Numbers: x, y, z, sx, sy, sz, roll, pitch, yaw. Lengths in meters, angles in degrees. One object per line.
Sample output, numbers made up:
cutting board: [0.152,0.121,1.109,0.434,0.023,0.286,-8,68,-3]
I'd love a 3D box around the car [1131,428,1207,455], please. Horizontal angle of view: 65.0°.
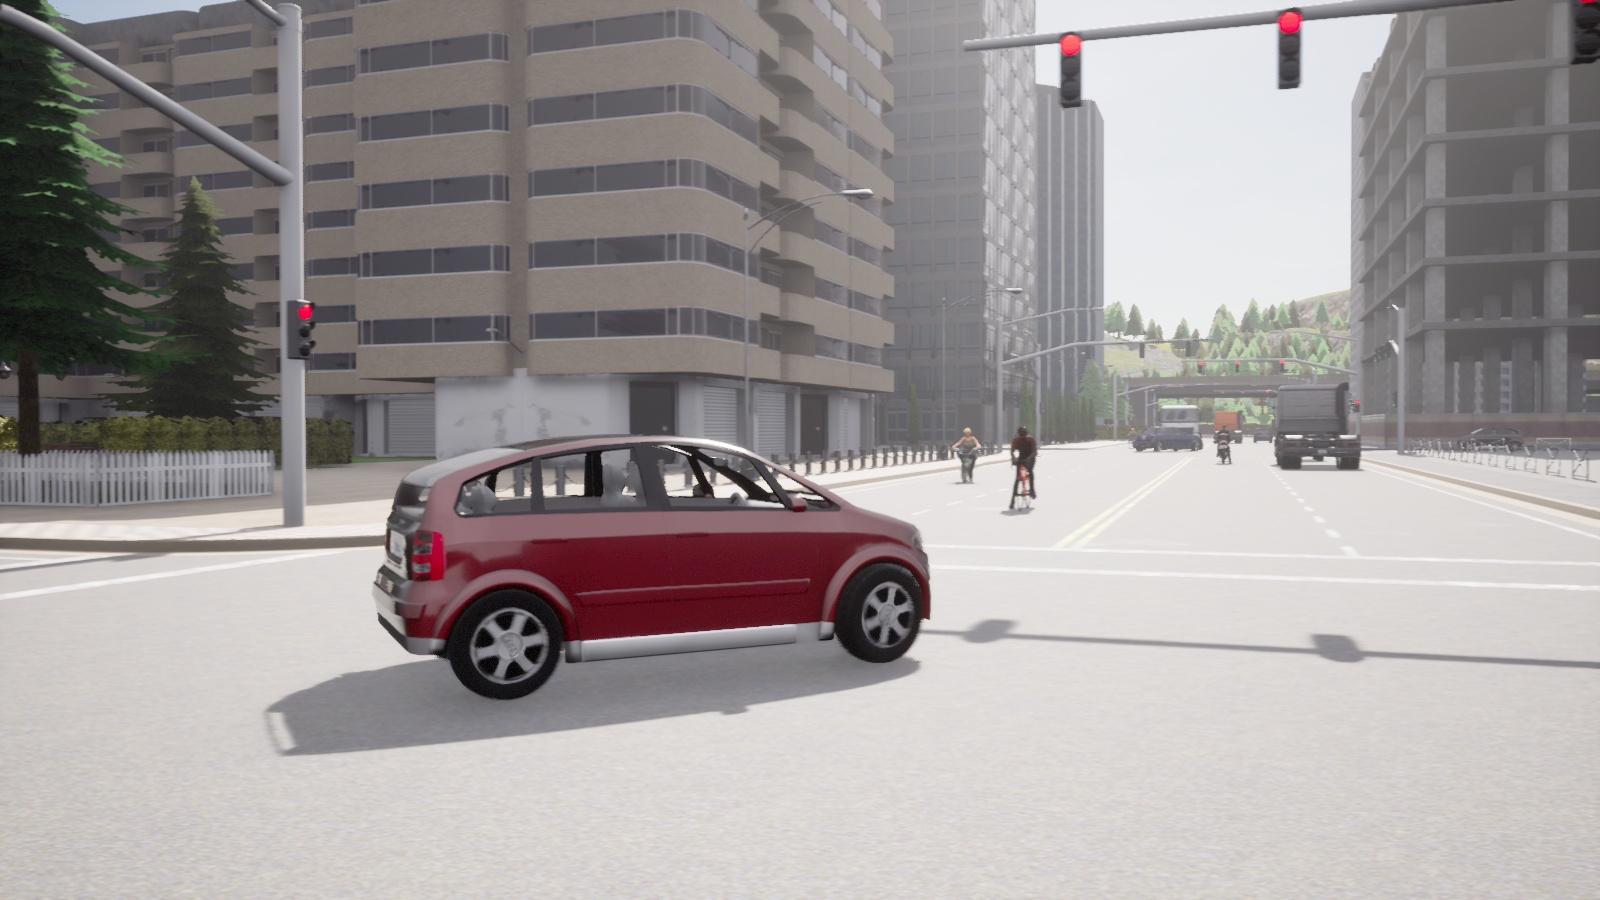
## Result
car: [24.480,-0.586,83.224,4.553,1.767,2.097,0,1,-24]

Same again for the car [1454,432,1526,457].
car: [43.455,-0.355,79.178,3.705,1.549,1.789,1,1,19]

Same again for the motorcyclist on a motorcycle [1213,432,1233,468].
motorcyclist on a motorcycle: [18.630,-0.008,55.328,0.797,1.523,2.044,1,1,19]

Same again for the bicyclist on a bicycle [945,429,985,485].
bicyclist on a bicycle: [4.847,0.193,36.745,0.866,1.612,1.509,1,1,19]

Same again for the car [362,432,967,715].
car: [-0.923,0.664,8.565,3.705,1.549,1.789,0,1,-26]

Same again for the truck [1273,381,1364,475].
truck: [20.594,-0.883,50.248,2.891,3.462,7.936,1,1,19]

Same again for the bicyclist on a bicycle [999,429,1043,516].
bicyclist on a bicycle: [4.321,0.404,24.464,0.582,1.620,1.656,1,1,19]
